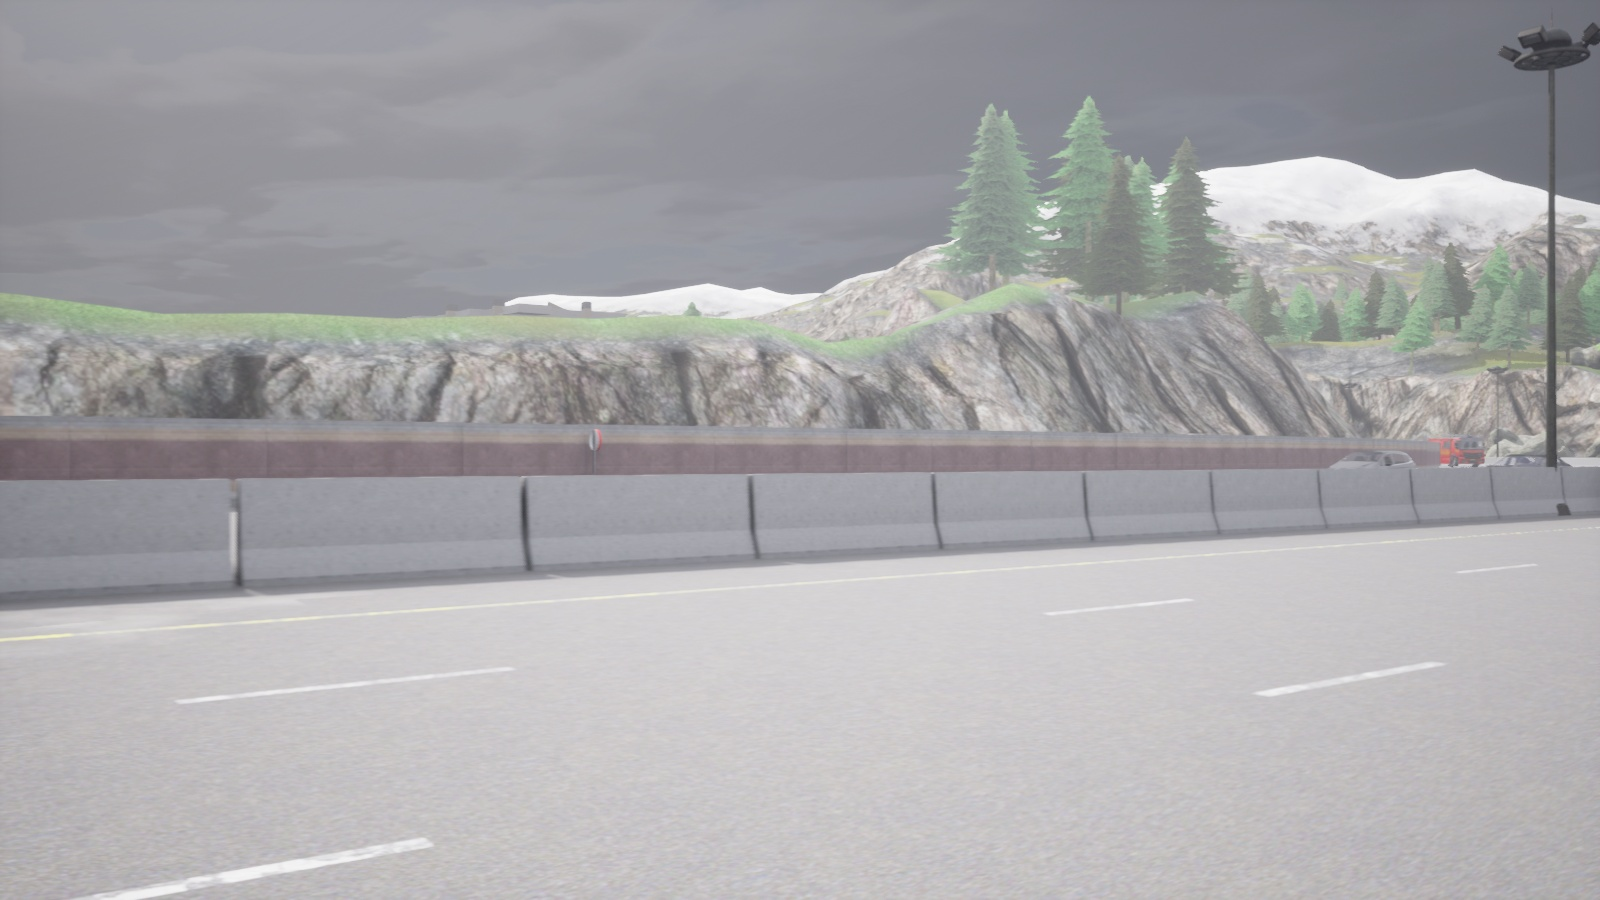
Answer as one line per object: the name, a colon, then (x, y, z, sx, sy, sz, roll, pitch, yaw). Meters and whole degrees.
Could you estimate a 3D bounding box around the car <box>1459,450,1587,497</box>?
car: (24.486, 0.753, 42.481, 4.902, 1.511, 2.128, 0, 0, -39)

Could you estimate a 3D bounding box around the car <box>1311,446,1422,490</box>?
car: (22.542, 0.663, 49.928, 4.611, 1.667, 2.242, 0, 0, -40)
